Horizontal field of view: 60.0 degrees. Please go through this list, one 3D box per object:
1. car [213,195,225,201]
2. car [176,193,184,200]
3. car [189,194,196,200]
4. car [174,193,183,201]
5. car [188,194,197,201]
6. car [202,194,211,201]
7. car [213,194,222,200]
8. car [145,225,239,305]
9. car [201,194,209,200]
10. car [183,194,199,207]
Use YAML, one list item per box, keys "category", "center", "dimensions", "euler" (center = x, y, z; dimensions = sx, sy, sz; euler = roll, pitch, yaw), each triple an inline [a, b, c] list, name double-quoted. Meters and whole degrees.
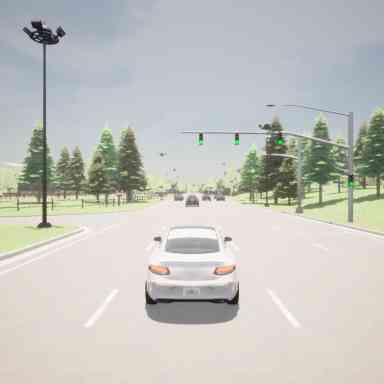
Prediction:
- category: "car"
  center: [7.099, 1.517, 82.483]
  dimensions: [2.128, 1.511, 4.902]
  euler: [0, 0, 0]
- category: "car"
  center: [-3.388, 1.188, 92.885]
  dimensions: [2.097, 1.767, 4.553]
  euler: [0, 0, 0]
- category: "car"
  center: [0.112, 1.332, 92.911]
  dimensions: [1.837, 1.490, 4.892]
  euler: [0, 0, 0]
- category: "car"
  center: [-3.400, 1.544, 82.879]
  dimensions: [1.994, 1.385, 4.181]
  euler: [0, 0, 0]
- category: "car"
  center: [0.100, 1.348, 82.878]
  dimensions: [2.097, 1.767, 4.553]
  euler: [0, 0, 0]
- category: "car"
  center: [3.600, 1.348, 82.874]
  dimensions: [2.097, 1.767, 4.553]
  euler: [0, 0, 0]
- category: "car"
  center: [7.112, 1.385, 92.903]
  dimensions: [1.994, 1.385, 4.181]
  euler: [0, 0, 0]
- category: "car"
  center: [0.016, 1.526, 7.975]
  dimensions: [1.812, 1.442, 4.674]
  euler: [0, 0, 0]
- category: "car"
  center: [3.612, 1.372, 92.907]
  dimensions: [2.033, 1.411, 5.357]
  euler: [0, 0, 0]
- category: "car"
  center: [0.062, 1.352, 51.848]
  dimensions: [2.097, 1.767, 4.553]
  euler: [0, 0, 0]
